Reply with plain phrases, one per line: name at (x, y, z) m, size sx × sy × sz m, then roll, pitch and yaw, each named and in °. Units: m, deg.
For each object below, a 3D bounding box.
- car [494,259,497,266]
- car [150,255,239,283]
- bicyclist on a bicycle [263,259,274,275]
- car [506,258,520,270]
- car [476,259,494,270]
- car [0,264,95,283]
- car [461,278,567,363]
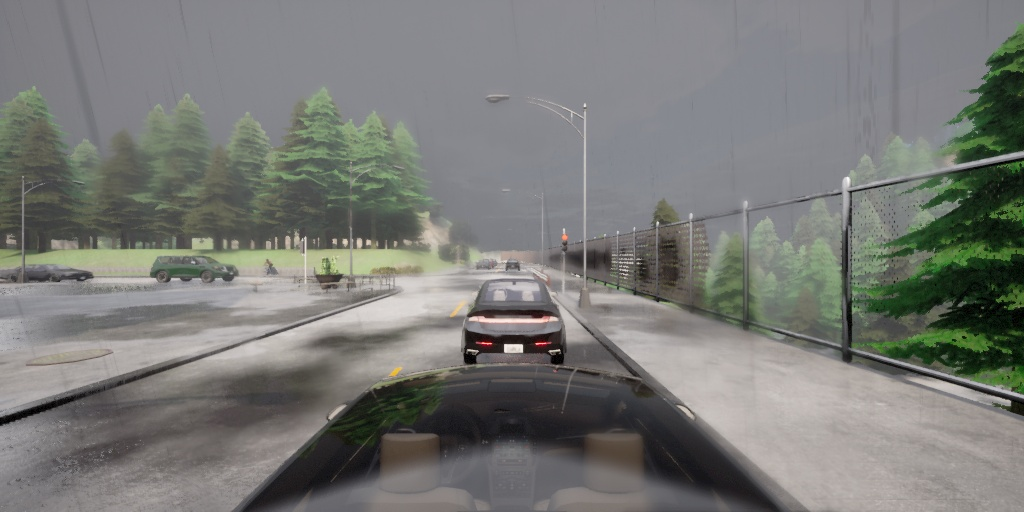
car at (-4.062, 1.228, 62.004) m, size 1.882 × 1.535 × 5.008 m, roll 0°, pitch 0°, yaw 0°
car at (-23.956, 0.971, 27.146) m, size 5.566 × 2.045 × 2.150 m, roll 0°, pitch 0°, yaw 0°
bicyclist on a bicycle at (-24.152, 1.099, 35.543) m, size 0.582 × 1.620 × 1.656 m, roll 0°, pitch 0°, yaw 0°
car at (0.115, 1.227, 51.033) m, size 1.882 × 1.535 × 5.008 m, roll 0°, pitch 0°, yaw 0°
car at (-4.089, 1.255, 52.481) m, size 1.837 × 1.490 × 4.892 m, roll 0°, pitch 0°, yaw 0°
car at (-35.193, 1.297, 27.157) m, size 5.357 × 1.411 × 2.033 m, roll 0°, pitch 0°, yaw 0°
car at (0.047, 1.241, 8.061) m, size 2.128 × 1.511 × 4.902 m, roll 0°, pitch 0°, yaw 1°
